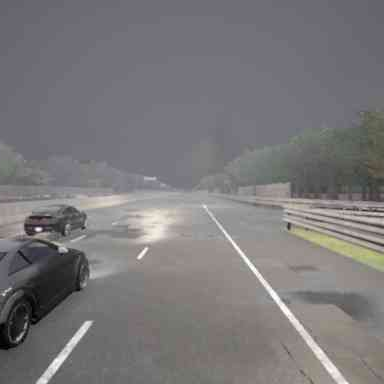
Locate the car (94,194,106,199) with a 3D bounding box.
[{"bbox_3d":[-24.545,1.221,89.116,1.994,1.385,4.181,0,0,0],"label":"car"}]

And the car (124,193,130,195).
[{"bbox_3d":[-17.545,1.169,89.150,1.837,1.490,4.892,0,0,0],"label":"car"}]

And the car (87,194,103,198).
[{"bbox_3d":[-20.991,1.314,73.272,1.895,1.301,4.718,0,0,0],"label":"car"}]

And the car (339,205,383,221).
[{"bbox_3d":[11.202,1.597,23.522,1.895,1.301,4.718,0,0,-24],"label":"car"}]

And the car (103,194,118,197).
[{"bbox_3d":[-17.491,1.314,73.289,1.895,1.301,4.718,0,0,0],"label":"car"}]

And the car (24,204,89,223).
[{"bbox_3d":[-6.896,1.413,17.374,1.837,1.490,4.892,0,0,0],"label":"car"}]

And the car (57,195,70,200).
[{"bbox_3d":[-27.990,1.273,72.960,1.994,1.385,4.181,0,0,0],"label":"car"}]

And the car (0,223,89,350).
[{"bbox_3d":[-3.398,1.527,6.158,1.994,1.385,4.181,0,0,0],"label":"car"}]

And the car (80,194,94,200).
[{"bbox_3d":[-28.043,1.194,88.795,2.128,1.511,4.902,0,0,0],"label":"car"}]

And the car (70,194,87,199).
[{"bbox_3d":[-24.491,1.243,73.285,1.812,1.442,4.674,0,0,0],"label":"car"}]

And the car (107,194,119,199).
[{"bbox_3d":[-21.045,1.209,89.133,2.033,1.411,5.357,0,0,0],"label":"car"}]
